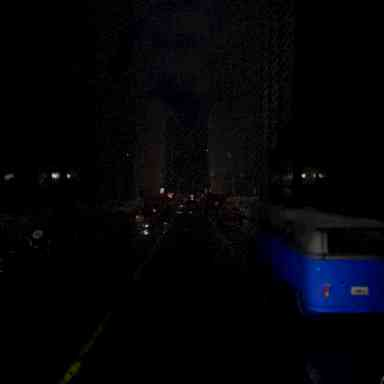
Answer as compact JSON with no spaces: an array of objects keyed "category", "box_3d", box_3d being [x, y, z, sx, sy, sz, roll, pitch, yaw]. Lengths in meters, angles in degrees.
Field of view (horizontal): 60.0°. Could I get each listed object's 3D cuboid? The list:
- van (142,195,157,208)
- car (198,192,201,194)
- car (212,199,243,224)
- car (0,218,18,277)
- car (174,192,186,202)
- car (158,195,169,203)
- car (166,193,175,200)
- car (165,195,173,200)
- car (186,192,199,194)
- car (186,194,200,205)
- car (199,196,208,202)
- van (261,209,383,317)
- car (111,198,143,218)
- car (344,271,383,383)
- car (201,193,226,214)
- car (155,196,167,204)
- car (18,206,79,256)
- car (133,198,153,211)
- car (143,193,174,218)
[{"category":"van","box_3d":[-5.890,1.296,46.615,1.690,1.788,3.998,0,0,0]},{"category":"car","box_3d":[2.623,1.350,69.156,1.967,1.590,4.097,0,0,0]},{"category":"car","box_3d":[2.651,1.495,24.250,1.752,1.417,4.829,0,0,1]},{"category":"car","box_3d":[-5.865,1.426,7.136,1.967,1.590,4.097,0,0,0]},{"category":"car","box_3d":[-3.046,1.068,70.546,2.150,2.045,5.566,0,0,0]},{"category":"car","box_3d":[-5.903,1.350,69.176,1.967,1.590,4.097,0,0,0]},{"category":"car","box_3d":[-5.917,1.168,91.734,2.192,1.841,5.009,0,0,0]},{"category":"car","box_3d":[-5.913,1.433,86.095,1.947,1.339,4.313,0,0,0]},{"category":"car","box_3d":[-0.047,1.285,73.326,2.128,1.511,4.902,0,0,0]},{"category":"car","box_3d":[-0.016,1.485,57.075,2.033,1.411,5.357,0,0,1]},{"category":"car","box_3d":[2.620,1.478,74.796,1.802,1.307,4.206,0,0,0]},{"category":"van","box_3d":[2.660,1.327,7.126,1.690,1.788,3.998,0,0,0]},{"category":"car","box_3d":[-5.886,1.492,29.490,1.752,1.417,4.829,0,0,1]},{"category":"car","box_3d":[2.665,1.562,1.487,1.947,1.339,4.313,0,0,0]},{"category":"car","box_3d":[2.371,1.195,34.814,2.150,2.045,5.566,0,0,0]},{"category":"car","box_3d":[-5.899,1.505,63.535,1.802,1.307,4.206,0,0,0]},{"category":"car","box_3d":[-5.868,1.417,12.774,1.967,1.590,4.097,0,0,0]},{"category":"car","box_3d":[-5.887,1.486,40.803,1.752,1.417,4.829,0,0,0]},{"category":"car","box_3d":[-3.118,1.191,30.287,2.150,2.045,5.566,0,0,0]}]
